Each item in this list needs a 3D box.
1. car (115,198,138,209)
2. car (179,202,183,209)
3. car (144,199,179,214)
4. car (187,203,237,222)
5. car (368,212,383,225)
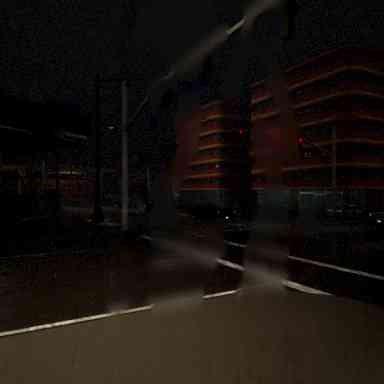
[{"bbox_3d":[-8.735,1.505,44.152,1.837,1.490,4.892,0,0,-31],"label":"car"},{"bbox_3d":[-3.111,1.547,41.898,2.033,1.411,5.357,0,0,-31],"label":"car"},{"bbox_3d":[-3.591,1.526,35.435,1.812,1.442,4.674,0,0,-30],"label":"car"},{"bbox_3d":[1.513,1.601,26.797,1.895,1.301,4.718,0,0,-31],"label":"car"},{"bbox_3d":[14.240,1.601,22.241,4.718,1.301,1.895,0,0,-18],"label":"car"}]
